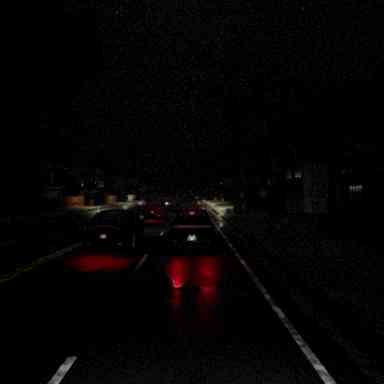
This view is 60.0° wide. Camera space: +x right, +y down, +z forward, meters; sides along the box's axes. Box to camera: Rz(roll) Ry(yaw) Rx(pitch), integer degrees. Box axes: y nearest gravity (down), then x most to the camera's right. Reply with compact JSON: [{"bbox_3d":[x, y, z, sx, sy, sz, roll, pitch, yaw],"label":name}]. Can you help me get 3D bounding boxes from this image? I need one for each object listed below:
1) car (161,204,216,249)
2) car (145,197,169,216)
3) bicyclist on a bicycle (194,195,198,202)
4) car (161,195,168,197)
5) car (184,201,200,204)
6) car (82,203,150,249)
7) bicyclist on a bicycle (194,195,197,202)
[{"bbox_3d":[0.000,1.494,14.650,2.128,1.511,4.902,0,0,0],"label":"car"},{"bbox_3d":[-3.250,1.496,29.652,1.882,1.535,5.008,0,0,0],"label":"car"},{"bbox_3d":[0.882,1.575,70.618,0.866,1.612,1.509,0,0,0],"label":"bicyclist on a bicycle"},{"bbox_3d":[-6.499,1.504,76.766,2.097,1.767,4.553,0,0,0],"label":"car"},{"bbox_3d":[0.000,1.545,29.651,1.812,1.442,4.674,0,0,0],"label":"car"},{"bbox_3d":[-3.250,1.484,14.650,1.882,1.535,5.008,0,0,0],"label":"car"},{"bbox_3d":[0.893,1.560,79.616,0.659,1.776,1.843,0,0,0],"label":"bicyclist on a bicycle"}]
